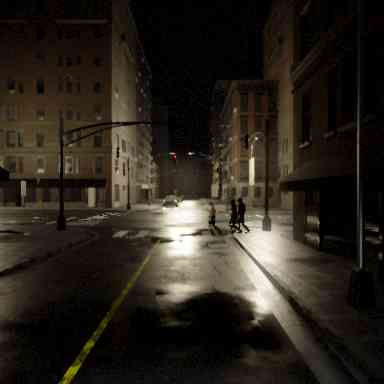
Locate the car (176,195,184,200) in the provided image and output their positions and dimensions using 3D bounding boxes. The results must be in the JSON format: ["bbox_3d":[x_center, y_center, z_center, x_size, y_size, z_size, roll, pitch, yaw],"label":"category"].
[{"bbox_3d":[-2.902,1.310,80.236,1.895,1.301,4.718,0,0,0],"label":"car"}]

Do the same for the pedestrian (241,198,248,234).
[{"bbox_3d":[2.443,1.127,16.460,0.375,1.860,0.375,0,0,0],"label":"pedestrian"}]

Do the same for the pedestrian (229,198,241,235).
[{"bbox_3d":[1.992,1.118,15.763,0.375,1.860,0.375,0,0,0],"label":"pedestrian"}]

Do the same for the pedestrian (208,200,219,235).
[{"bbox_3d":[1.047,1.278,17.060,0.375,1.860,0.375,0,0,0],"label":"pedestrian"}]

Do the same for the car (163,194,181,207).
[{"bbox_3d":[-3.070,1.297,48.545,2.097,1.767,4.553,0,0,0],"label":"car"}]
